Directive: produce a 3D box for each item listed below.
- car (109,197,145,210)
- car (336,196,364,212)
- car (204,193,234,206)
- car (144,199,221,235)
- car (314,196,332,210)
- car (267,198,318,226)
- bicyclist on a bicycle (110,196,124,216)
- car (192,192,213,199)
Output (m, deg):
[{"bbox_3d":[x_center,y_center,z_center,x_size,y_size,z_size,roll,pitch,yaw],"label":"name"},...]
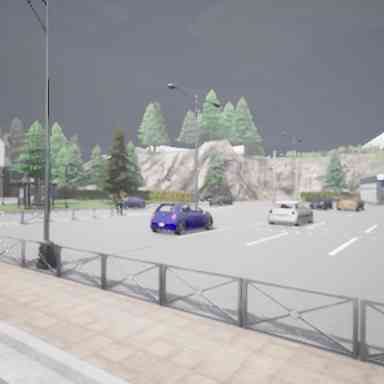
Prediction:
[{"bbox_3d":[-7.237,1.255,37.738,1.812,1.442,4.674,1,0,35],"label":"car"},{"bbox_3d":[17.315,1.275,36.323,2.152,1.636,5.027,1,0,35],"label":"car"},{"bbox_3d":[4.293,1.258,47.830,2.128,1.511,4.902,1,0,37],"label":"car"},{"bbox_3d":[-0.385,1.286,16.906,1.845,1.501,3.633,1,0,35],"label":"car"},{"bbox_3d":[14.731,1.252,38.102,2.007,1.523,4.514,1,0,35],"label":"car"},{"bbox_3d":[6.351,1.327,21.215,1.970,1.475,3.806,1,0,35],"label":"car"},{"bbox_3d":[-6.000,1.108,26.454,1.656,1.620,0.582,0,0,35],"label":"bicyclist on a bicycle"},{"bbox_3d":[1.832,0.738,50.541,2.097,1.767,4.553,1,0,35],"label":"car"}]
